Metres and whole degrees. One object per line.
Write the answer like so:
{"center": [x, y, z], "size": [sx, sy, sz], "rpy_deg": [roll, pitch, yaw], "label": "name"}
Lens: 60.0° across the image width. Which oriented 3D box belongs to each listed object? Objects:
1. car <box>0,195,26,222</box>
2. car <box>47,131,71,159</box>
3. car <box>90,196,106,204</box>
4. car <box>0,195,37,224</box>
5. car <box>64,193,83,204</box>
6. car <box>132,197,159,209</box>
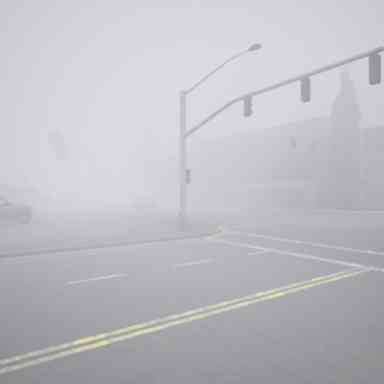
{"center": [-13.966, 1.148, 23.315], "size": [3.866, 1.878, 1.905], "rpy_deg": [0, 0, -35], "label": "car"}
{"center": [-18.817, -6.773, 47.365], "size": [1.994, 4.181, 1.385], "rpy_deg": [-25, -3, -37], "label": "car"}
{"center": [-16.913, 1.488, 59.693], "size": [1.994, 1.385, 4.181], "rpy_deg": [0, 0, -34], "label": "car"}
{"center": [-12.339, 1.145, 20.921], "size": [4.605, 1.855, 1.932], "rpy_deg": [0, 0, -35], "label": "car"}
{"center": [-21.512, 1.143, 60.270], "size": [2.150, 2.045, 5.566], "rpy_deg": [0, 0, -34], "label": "car"}
{"center": [-6.098, 1.382, 43.369], "size": [1.882, 1.535, 5.008], "rpy_deg": [0, 0, -34], "label": "car"}
